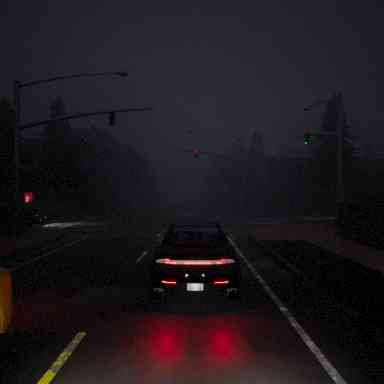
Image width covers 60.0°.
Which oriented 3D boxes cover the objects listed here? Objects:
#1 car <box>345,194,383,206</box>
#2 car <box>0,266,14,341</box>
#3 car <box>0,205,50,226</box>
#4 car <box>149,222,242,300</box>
[{"bbox_3d":[15.856,1.202,28.932,5.566,2.045,2.150,0,0,-8],"label":"car"},{"bbox_3d":[-3.554,1.477,2.799,1.882,1.535,5.008,0,0,1],"label":"car"},{"bbox_3d":[-12.156,1.579,23.050,4.181,1.385,1.994,0,0,0],"label":"car"},{"bbox_3d":[0.076,1.492,8.398,2.128,1.511,4.902,0,0,0],"label":"car"}]
